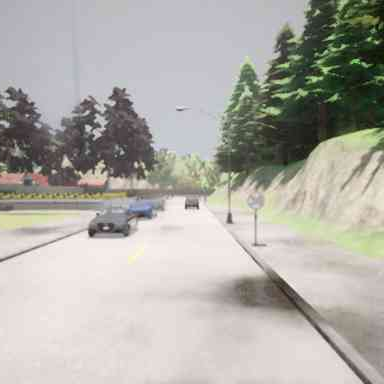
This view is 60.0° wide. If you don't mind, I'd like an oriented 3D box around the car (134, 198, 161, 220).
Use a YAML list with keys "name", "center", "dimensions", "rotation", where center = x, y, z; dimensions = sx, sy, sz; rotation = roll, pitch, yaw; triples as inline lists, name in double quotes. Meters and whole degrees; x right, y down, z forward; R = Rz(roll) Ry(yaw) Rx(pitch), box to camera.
- name: "car"
  center: [-4.061, 1.405, 27.781]
  dimensions: [1.882, 1.535, 5.008]
  rotation: [0, 0, 1]

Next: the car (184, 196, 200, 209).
- name: "car"
  center: [0.007, 1.381, 42.414]
  dimensions: [2.128, 1.511, 4.902]
  rotation: [0, 0, 0]

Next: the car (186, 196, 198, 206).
- name: "car"
  center: [0.009, 1.388, 52.774]
  dimensions: [1.812, 1.442, 4.674]
  rotation: [0, 0, 0]

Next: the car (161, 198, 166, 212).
- name: "car"
  center: [-3.993, 1.393, 37.873]
  dimensions: [2.128, 1.511, 4.902]
  rotation: [0, 0, 0]

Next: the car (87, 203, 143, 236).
- name: "car"
  center: [-4.092, 1.517, 17.778]
  dimensions: [1.994, 1.385, 4.181]
  rotation: [0, 0, 0]
